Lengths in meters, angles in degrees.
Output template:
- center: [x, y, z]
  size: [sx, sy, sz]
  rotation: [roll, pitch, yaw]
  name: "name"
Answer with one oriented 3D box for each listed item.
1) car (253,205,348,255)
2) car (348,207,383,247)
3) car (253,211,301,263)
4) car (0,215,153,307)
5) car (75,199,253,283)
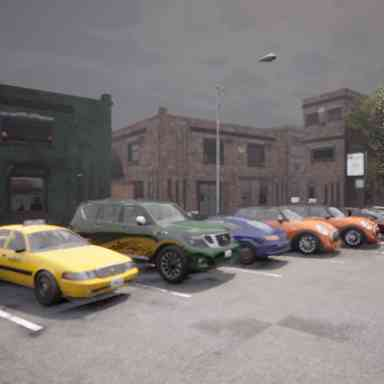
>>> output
- center: [3.513, 1.375, 13.420]
  size: [4.553, 1.767, 2.185]
  rotation: [-1, -1, 35]
  name: "car"
- center: [5.968, 1.381, 15.146]
  size: [4.553, 1.767, 2.185]
  rotation: [-1, -1, 35]
  name: "car"
- center: [1.081, 1.535, 11.668]
  size: [4.674, 1.452, 2.002]
  rotation: [-1, -1, 35]
  name: "car"
- center: [-3.678, 1.482, 8.118]
  size: [5.366, 1.575, 1.946]
  rotation: [-1, -1, 35]
  name: "car"
- center: [-1.352, 1.239, 9.951]
  size: [5.566, 2.045, 2.435]
  rotation: [-1, -1, 35]
  name: "car"
